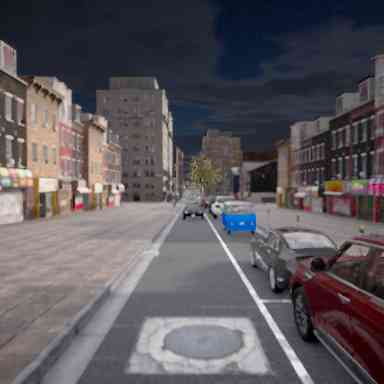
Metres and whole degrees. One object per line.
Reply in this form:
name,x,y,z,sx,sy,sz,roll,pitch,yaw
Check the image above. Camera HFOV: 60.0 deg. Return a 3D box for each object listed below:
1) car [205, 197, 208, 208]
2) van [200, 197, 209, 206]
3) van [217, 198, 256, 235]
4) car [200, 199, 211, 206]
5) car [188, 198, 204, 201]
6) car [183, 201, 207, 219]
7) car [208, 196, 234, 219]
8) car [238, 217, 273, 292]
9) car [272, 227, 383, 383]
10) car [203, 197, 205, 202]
car,3.030,1.488,38.530,2.150,2.045,5.566,0,-1,0
van,2.699,1.954,70.058,1.690,1.788,3.998,-2,-1,0
van,2.640,1.450,19.431,1.690,1.788,3.998,-1,0,0
car,2.700,2.122,66.735,2.008,1.369,4.403,-2,-1,0
car,0.136,1.804,44.130,2.128,1.511,4.902,0,-1,0
car,0.125,1.797,31.232,1.895,1.301,4.718,0,0,0
car,3.021,1.427,31.528,2.150,2.045,5.566,0,0,0
car,2.632,1.595,8.849,2.008,1.369,4.403,-1,0,0
car,2.621,1.331,3.561,2.192,1.841,5.009,-1,0,0
car,2.681,1.932,51.171,1.887,1.381,4.507,-2,-1,0
